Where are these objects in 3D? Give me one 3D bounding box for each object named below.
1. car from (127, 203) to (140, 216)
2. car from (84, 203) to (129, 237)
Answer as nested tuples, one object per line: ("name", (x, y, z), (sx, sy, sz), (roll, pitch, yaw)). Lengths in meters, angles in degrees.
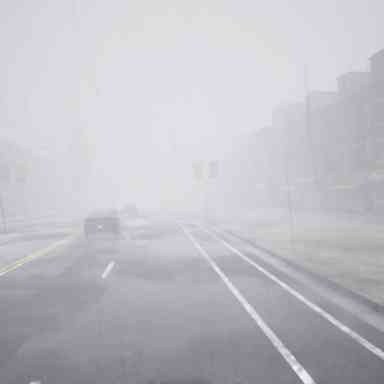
("car", (-7.147, 2.017, 38.586), (1.812, 1.442, 4.674), (-1, -1, -6))
("car", (-5.190, 1.730, 20.237), (1.882, 1.535, 5.008), (-1, 0, -6))
